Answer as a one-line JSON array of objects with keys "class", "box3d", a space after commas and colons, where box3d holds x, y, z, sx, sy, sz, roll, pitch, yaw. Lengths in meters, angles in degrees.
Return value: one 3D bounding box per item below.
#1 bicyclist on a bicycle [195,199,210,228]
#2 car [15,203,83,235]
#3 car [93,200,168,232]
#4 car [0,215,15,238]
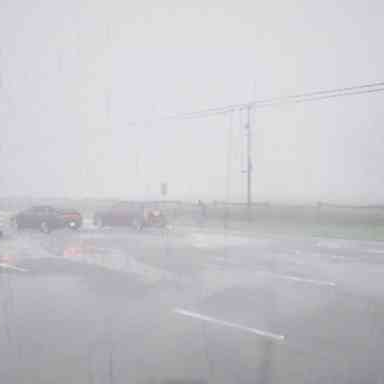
[{"class": "bicyclist on a bicycle", "box3d": [0.594, 1.234, 19.746, 0.582, 1.620, 1.656, 0, 9, 35]}, {"class": "car", "box3d": [-8.034, 1.401, 18.226, 4.892, 1.490, 1.837, -1, 0, 35]}, {"class": "car", "box3d": [-3.677, 1.245, 19.434, 4.553, 1.767, 2.097, 0, 0, 35]}, {"class": "car", "box3d": [-10.656, 1.438, 15.793, 4.674, 1.442, 1.812, 0, 0, 35]}]
